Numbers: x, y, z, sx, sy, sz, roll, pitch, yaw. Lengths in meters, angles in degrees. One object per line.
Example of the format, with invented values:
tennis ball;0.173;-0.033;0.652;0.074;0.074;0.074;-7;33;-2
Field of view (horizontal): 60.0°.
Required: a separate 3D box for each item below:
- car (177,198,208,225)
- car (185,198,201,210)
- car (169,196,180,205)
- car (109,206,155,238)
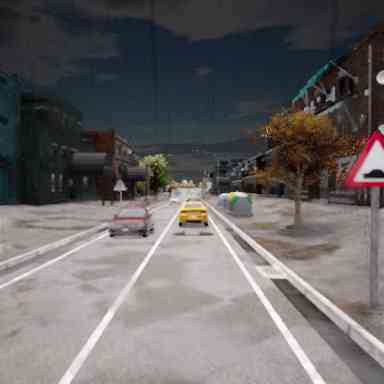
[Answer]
car;0.093;1.440;23.527;1.882;1.535;5.008;0;0;0
car;0.097;1.483;41.952;1.994;1.385;4.181;0;0;0
car;-3.047;1.449;58.636;1.812;1.442;4.674;0;0;1
car;-3.086;1.505;17.775;1.812;1.442;4.674;0;0;0
